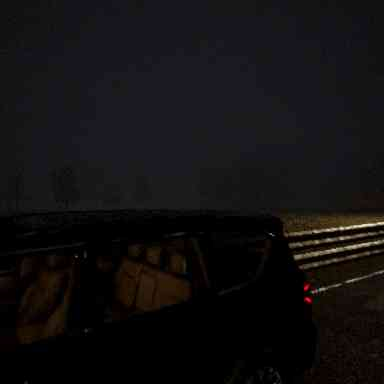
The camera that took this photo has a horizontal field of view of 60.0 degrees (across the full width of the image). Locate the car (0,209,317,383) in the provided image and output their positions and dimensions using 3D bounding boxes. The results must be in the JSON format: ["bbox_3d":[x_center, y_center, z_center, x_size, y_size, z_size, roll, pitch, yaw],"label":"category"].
[{"bbox_3d":[-1.290,1.221,2.766,5.566,2.045,2.150,0,0,-35],"label":"car"}]
